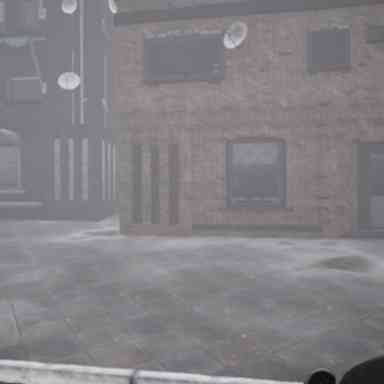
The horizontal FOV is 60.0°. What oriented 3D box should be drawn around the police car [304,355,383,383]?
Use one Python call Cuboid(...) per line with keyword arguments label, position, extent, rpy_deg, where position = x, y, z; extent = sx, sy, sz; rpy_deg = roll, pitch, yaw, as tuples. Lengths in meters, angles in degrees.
Cuboid(label="police car", position=(3.235, 1.427, 1.620), extent=(5.238, 1.638, 1.930), rpy_deg=(0, 0, 8))
